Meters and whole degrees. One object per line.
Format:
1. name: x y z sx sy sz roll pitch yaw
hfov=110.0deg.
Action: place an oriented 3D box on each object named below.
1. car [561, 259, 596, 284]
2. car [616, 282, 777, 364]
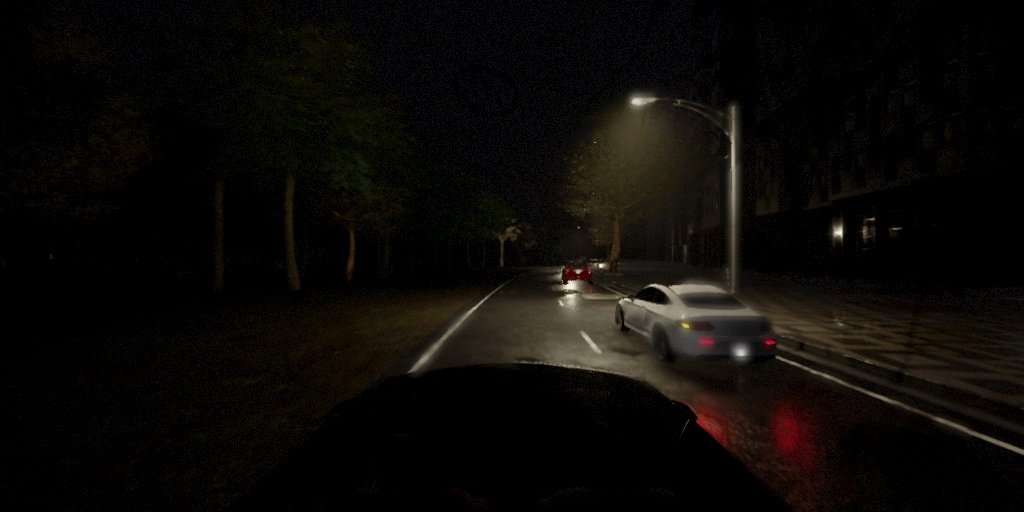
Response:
1. car: 5.013 1.204 28.055 2.097 1.767 4.553 0 0 6
2. car: 3.741 1.306 8.078 1.812 1.442 4.674 0 0 2
